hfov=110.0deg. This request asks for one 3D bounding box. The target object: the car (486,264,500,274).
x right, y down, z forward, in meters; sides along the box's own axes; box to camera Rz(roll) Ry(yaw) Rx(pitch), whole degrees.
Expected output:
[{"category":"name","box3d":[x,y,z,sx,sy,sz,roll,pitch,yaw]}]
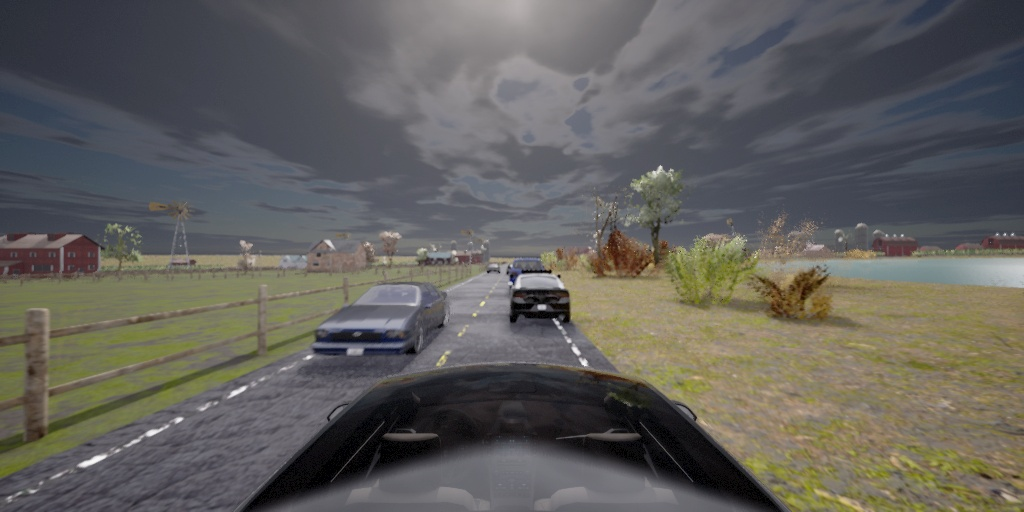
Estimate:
[{"category":"car","box3d":[-2.626,1.816,51.790,2.033,1.411,5.357,0,-1,1]}]

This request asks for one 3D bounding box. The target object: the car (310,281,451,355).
[{"category":"car","box3d":[-2.825,1.369,9.146,2.033,1.411,5.357,0,-1,0]}]

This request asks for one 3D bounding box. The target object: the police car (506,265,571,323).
[{"category":"police car","box3d":[0.867,1.284,12.826,1.930,1.638,5.238,0,-1,0]}]

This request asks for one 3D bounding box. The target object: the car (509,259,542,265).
[{"category":"car","box3d":[0.908,1.182,22.747,2.150,2.045,5.566,0,-1,0]}]
